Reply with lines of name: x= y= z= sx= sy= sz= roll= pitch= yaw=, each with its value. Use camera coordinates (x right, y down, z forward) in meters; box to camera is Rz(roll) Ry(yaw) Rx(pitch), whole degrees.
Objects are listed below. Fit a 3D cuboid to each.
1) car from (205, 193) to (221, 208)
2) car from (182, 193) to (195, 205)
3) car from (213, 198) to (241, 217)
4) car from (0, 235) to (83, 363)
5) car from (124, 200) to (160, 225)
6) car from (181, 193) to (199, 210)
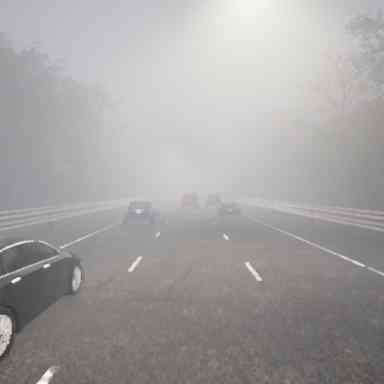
car: x=3.058 y=1.220 z=47.873 sx=2.150 sy=2.045 sz=5.566 roll=0 pitch=0 yaw=-1
car: x=-0.663 y=1.215 z=58.131 sx=2.150 sy=2.045 sz=5.566 roll=0 pitch=0 yaw=-1
car: x=3.390 y=1.563 z=31.506 sx=1.994 sy=1.385 sz=4.181 roll=0 pitch=0 yaw=-1
car: x=-3.411 y=1.506 z=5.757 sx=1.837 sy=1.490 sz=4.892 roll=0 pitch=0 yaw=0
car: x=-3.522 y=1.353 z=24.006 sx=2.097 sy=1.767 sz=4.553 roll=0 pitch=0 yaw=-1
car: x=-0.271 y=1.217 z=42.999 sx=2.150 sy=2.045 sz=5.566 roll=0 pitch=0 yaw=-1
